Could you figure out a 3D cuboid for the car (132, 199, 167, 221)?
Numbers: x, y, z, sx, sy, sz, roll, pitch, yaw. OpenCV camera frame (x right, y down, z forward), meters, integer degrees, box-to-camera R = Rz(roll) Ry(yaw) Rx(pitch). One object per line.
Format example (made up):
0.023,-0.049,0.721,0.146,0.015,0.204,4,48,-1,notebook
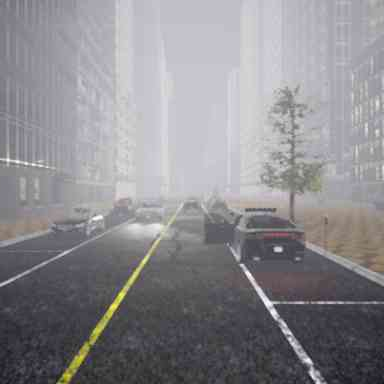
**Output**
-3.103,1.433,25.676,1.895,1.301,4.718,0,0,0,car

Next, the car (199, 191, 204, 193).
2.685,1.095,73.902,1.947,1.339,4.313,0,0,0,car

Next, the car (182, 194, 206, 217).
0.032,1.275,33.284,2.128,1.511,4.902,0,0,1,car

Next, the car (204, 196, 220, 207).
2.689,1.250,45.458,1.887,1.381,4.507,0,0,0,car

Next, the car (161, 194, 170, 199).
-5.694,1.143,62.546,1.887,1.381,4.507,0,0,0,car

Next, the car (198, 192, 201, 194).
0.030,1.196,47.746,1.837,1.490,4.892,0,1,1,car

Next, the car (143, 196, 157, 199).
-5.691,1.292,39.790,2.008,1.369,4.403,0,0,0,car

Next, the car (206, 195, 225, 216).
2.691,1.329,34.081,2.008,1.369,4.403,0,0,0,car

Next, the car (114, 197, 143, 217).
-5.688,1.254,28.412,1.967,1.590,4.097,0,0,0,car

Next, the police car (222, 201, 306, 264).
2.365,1.348,11.692,1.930,1.638,5.238,0,0,0,police car

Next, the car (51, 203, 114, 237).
-5.687,1.439,17.034,2.008,1.369,4.403,0,0,0,car

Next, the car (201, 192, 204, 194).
2.687,1.184,56.836,2.008,1.369,4.403,0,0,0,car

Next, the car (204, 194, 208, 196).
2.690,1.182,39.768,1.967,1.590,4.097,0,0,0,car

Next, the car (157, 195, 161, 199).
-5.691,1.250,45.479,1.887,1.381,4.507,0,0,0,car
